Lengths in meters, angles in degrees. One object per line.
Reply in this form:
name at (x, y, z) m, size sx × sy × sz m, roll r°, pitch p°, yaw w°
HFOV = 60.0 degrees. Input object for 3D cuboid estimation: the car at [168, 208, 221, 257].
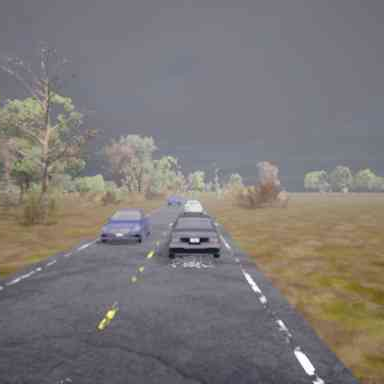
car at (0.081, 1.581, 13.042) m, size 2.033 × 1.411 × 5.357 m, roll 0°, pitch 0°, yaw 0°

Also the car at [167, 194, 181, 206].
car at (-3.048, 1.374, 58.195) m, size 2.150 × 2.045 × 5.566 m, roll 0°, pitch 0°, yaw 1°

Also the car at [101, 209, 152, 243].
car at (-3.089, 1.569, 16.412) m, size 1.812 × 1.442 × 4.674 m, roll 0°, pitch 0°, yaw 0°

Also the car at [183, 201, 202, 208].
car at (0.097, 1.618, 34.514) m, size 1.812 × 1.442 × 4.674 m, roll 0°, pitch 0°, yaw 0°
